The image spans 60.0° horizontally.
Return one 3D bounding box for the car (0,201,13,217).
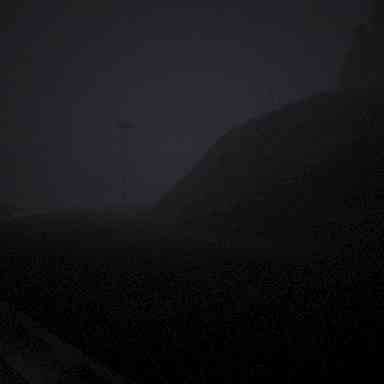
[{"bbox_3d":[-16.542,1.468,27.582,2.128,1.511,4.902,0,0,-9],"label":"car"}]
